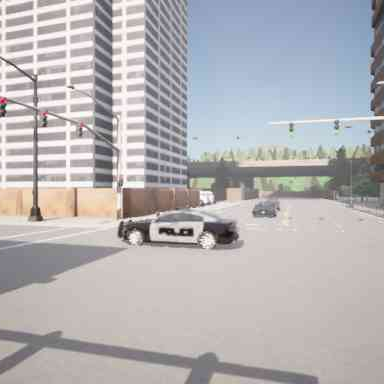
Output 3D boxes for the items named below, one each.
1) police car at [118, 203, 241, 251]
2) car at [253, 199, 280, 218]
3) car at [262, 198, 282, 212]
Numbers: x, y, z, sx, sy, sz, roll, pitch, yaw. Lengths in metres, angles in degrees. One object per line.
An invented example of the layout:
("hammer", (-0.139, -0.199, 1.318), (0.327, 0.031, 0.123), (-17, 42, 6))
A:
("police car", (-0.590, 1.425, 14.032), (5.238, 1.638, 1.930), (0, 0, 17))
("car", (6.762, 1.563, 30.614), (1.994, 1.385, 4.181), (0, 0, 17))
("car", (9.804, 1.545, 40.636), (2.033, 1.411, 5.357), (0, 0, 17))
